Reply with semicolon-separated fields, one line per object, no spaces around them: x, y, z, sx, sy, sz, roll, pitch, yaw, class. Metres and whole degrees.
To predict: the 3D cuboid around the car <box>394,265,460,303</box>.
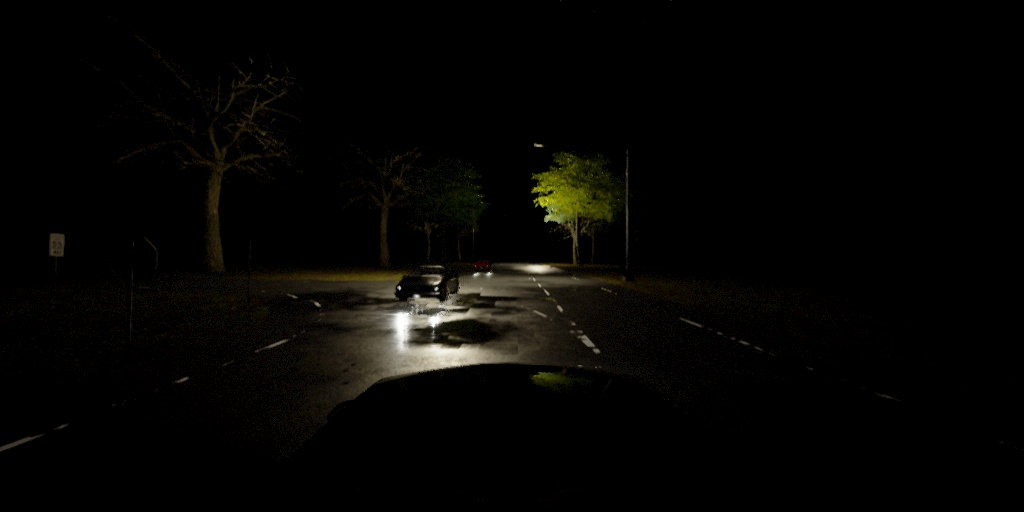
-3.474;1.090;15.805;2.033;1.411;5.357;1;0;0;car

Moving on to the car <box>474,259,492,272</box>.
-3.484;1.100;43.554;1.882;1.535;5.008;0;0;0;car
